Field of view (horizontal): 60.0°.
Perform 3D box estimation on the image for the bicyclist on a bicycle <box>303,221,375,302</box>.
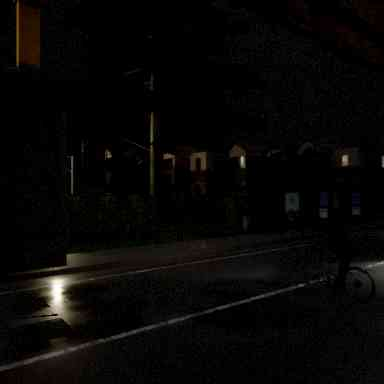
[{"bbox_3d":[3.102,1.455,7.216,0.582,1.620,1.656,0,-2,-37],"label":"bicyclist on a bicycle"}]
